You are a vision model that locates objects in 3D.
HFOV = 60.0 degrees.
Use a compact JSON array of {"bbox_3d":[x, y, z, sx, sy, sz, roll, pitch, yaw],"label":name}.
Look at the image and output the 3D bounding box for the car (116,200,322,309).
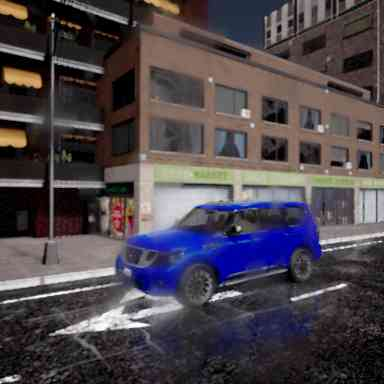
[{"bbox_3d":[0.944,1.265,8.353,5.566,2.045,2.150,0,0,-36],"label":"car"}]
